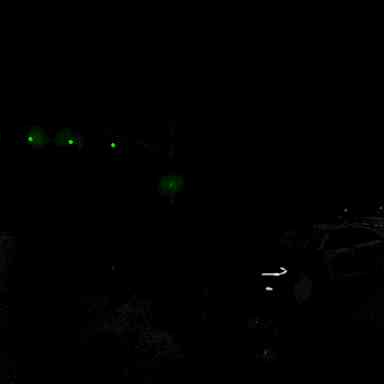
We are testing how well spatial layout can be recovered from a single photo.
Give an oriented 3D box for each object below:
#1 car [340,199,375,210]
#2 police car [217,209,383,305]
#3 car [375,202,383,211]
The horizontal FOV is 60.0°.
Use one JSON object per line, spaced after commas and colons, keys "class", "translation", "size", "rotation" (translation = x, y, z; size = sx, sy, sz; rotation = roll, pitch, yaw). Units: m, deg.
{"class": "car", "translation": [16.642, 1.490, 32.720], "size": [4.902, 1.511, 2.128], "rotation": [0, 0, -31]}
{"class": "police car", "translation": [3.010, 1.425, 8.140], "size": [5.238, 1.638, 1.930], "rotation": [0, 0, -31]}
{"class": "car", "translation": [19.050, 1.524, 30.082], "size": [4.674, 1.442, 1.812], "rotation": [0, 0, -31]}
